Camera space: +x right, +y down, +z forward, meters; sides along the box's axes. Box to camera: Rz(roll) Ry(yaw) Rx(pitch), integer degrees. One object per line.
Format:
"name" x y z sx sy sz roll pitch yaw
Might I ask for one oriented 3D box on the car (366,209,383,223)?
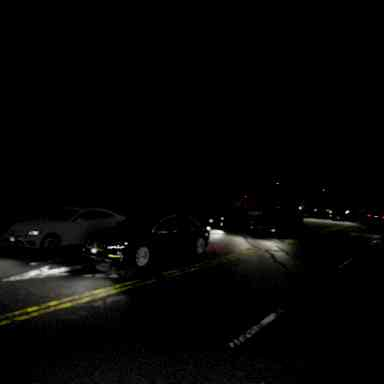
"car" 18.730 2.422 33.195 2.033 1.411 5.357 3 0 36

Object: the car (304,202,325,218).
"car" 13.351 1.912 36.975 2.097 1.767 4.553 3 0 36

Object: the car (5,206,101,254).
"car" -4.243 1.241 12.203 1.812 1.442 4.674 3 0 34

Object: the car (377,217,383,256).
"car" 9.440 1.958 14.386 1.837 1.490 4.892 3 0 36

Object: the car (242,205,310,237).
"car" 5.152 1.669 19.878 1.882 1.535 5.008 3 0 35

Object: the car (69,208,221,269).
"car" -1.218 1.392 10.881 1.837 1.490 4.892 3 0 35

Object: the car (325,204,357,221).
"car" 15.999 2.067 35.097 2.097 1.767 4.553 3 0 36

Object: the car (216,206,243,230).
"car" 2.296 1.591 21.466 1.994 1.385 4.181 3 0 35
